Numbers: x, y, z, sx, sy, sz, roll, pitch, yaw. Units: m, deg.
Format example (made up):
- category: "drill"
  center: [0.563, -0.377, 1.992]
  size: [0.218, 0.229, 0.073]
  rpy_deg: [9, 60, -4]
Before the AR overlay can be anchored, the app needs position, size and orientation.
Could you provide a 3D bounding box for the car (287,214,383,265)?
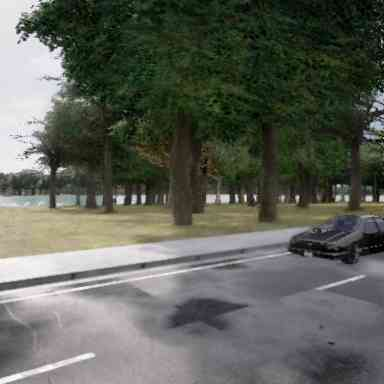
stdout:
- category: "car"
  center: [5.740, 1.512, 11.769]
  size: [5.357, 1.411, 2.033]
  rpy_deg: [0, 0, -35]
